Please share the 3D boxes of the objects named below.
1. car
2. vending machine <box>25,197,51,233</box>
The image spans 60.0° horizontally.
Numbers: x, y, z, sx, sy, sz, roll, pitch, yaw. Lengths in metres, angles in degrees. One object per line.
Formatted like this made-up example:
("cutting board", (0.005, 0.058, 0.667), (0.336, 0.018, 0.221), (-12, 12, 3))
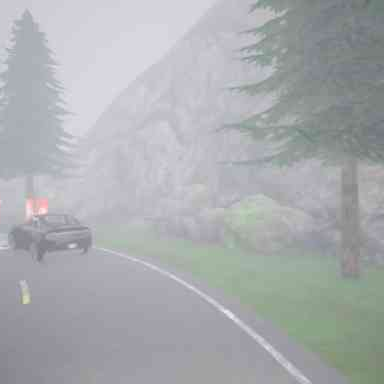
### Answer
("car", (-5.571, 1.596, 12.817), (2.128, 1.511, 4.902), (-1, 0, -42))
("vending machine", (-9.312, 1.370, 20.128), (0.880, 2.100, 1.100), (-1, 0, 32))
